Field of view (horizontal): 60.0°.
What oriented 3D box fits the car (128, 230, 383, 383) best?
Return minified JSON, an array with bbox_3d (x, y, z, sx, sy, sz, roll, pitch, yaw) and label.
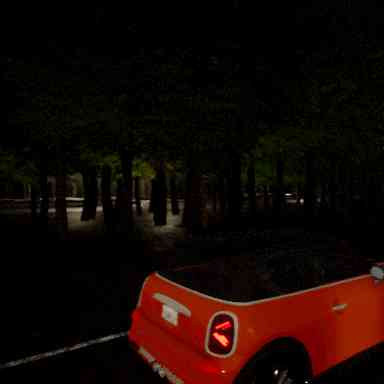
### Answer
[{"bbox_3d":[1.494,1.334,4.799,4.553,1.767,2.097,0,0,-35],"label":"car"}]
